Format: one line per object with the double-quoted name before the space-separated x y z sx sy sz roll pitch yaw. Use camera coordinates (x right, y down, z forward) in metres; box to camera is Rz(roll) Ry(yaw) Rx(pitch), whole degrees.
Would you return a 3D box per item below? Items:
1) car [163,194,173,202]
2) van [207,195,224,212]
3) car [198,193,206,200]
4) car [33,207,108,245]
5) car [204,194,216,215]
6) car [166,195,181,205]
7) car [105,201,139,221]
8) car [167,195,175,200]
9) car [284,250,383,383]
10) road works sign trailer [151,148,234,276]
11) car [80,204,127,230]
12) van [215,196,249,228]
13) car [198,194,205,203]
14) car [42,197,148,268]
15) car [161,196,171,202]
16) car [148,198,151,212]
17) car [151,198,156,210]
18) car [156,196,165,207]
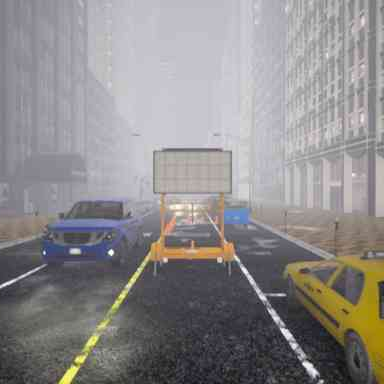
"car" -5.667 1.400 78.751 1.967 1.590 4.097 -1 0 0
"van" 2.696 1.322 38.963 1.690 1.788 3.998 -1 0 0
"car" 2.717 1.268 90.116 2.192 1.841 5.009 -1 0 0
"car" -5.691 1.543 16.232 2.008 1.369 4.403 -1 0 0
"car" 2.694 1.299 33.279 2.192 1.841 5.009 -1 0 0
"car" -2.982 1.464 59.434 2.128 1.511 4.902 0 0 0
"car" -5.687 1.531 27.599 1.887 1.381 4.507 -1 0 0
"car" -5.661 1.478 89.949 1.752 1.417 4.829 -1 0 0
"car" 2.685 1.523 5.031 1.752 1.417 4.829 -1 0 0
"road works sign trailer" 0.020 0.459 10.279 2.380 3.560 2.880 0 0 0
"car" -5.689 1.555 21.915 1.947 1.339 4.313 -1 0 0
"van" 2.690 1.330 21.912 1.690 1.788 3.998 -1 0 0
"car" 2.708 1.520 61.697 2.008 1.369 4.403 -1 0 0
"car" -3.097 1.216 11.580 2.150 2.045 5.566 0 0 0
"car" -5.668 1.545 73.068 1.802 1.307 4.206 -1 0 0
"car" -5.685 1.534 33.283 2.008 1.369 4.403 -1 0 0
"car" -5.682 1.563 38.966 1.802 1.307 4.206 -1 0 0
"car" -5.678 1.526 50.334 2.008 1.369 4.403 -1 0 0
